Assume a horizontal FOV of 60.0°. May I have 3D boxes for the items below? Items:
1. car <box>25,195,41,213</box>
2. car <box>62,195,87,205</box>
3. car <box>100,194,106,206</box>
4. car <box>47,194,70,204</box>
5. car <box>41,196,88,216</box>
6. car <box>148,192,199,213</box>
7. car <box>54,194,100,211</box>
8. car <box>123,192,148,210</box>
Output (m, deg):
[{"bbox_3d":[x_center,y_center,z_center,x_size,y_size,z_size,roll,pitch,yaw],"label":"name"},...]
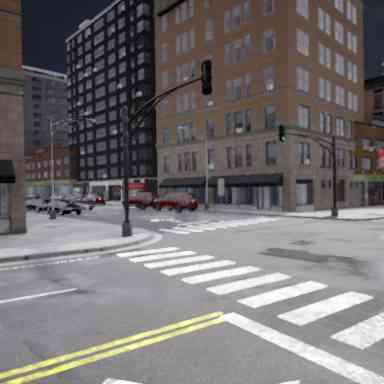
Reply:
[{"bbox_3d":[-15.340,1.321,33.775,1.947,1.339,4.313,-1,1,-44],"label":"car"},{"bbox_3d":[-16.893,1.075,47.621,1.802,1.307,4.206,-1,1,-44],"label":"car"},{"bbox_3d":[-13.060,0.971,43.665,1.967,1.590,4.097,-1,1,-44],"label":"car"},{"bbox_3d":[-20.727,1.037,51.576,1.802,1.307,4.206,-1,1,-44],"label":"car"},{"bbox_3d":[-11.506,1.357,29.821,1.947,1.339,4.313,-1,1,-44],"label":"car"},{"bbox_3d":[-1.558,0.955,31.801,2.192,1.841,5.009,-1,1,-44],"label":"car"},{"bbox_3d":[-11.894,1.200,34.171,2.128,1.511,4.902,-2,2,-44],"label":"car"},{"bbox_3d":[-5.392,0.920,35.755,2.192,1.841,5.009,-1,1,-44],"label":"car"}]
